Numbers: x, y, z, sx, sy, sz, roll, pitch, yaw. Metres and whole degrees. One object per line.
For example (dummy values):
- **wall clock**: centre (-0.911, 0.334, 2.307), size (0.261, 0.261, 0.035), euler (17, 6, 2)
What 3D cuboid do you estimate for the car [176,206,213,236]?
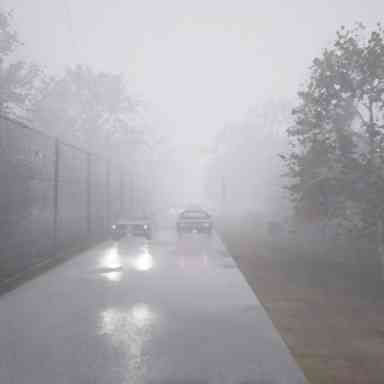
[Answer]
- **car**: centre (0.128, 1.691, 18.892), size (1.895, 1.301, 4.718), euler (0, -1, 0)

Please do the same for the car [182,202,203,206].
- **car**: centre (0.202, 1.845, 36.807), size (1.837, 1.490, 4.892), euler (0, -1, 0)

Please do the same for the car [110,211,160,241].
- **car**: centre (-2.826, 1.676, 17.264), size (1.895, 1.301, 4.718), euler (0, 0, 0)

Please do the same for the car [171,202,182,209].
- **car**: centre (-2.551, 2.319, 57.684), size (1.895, 1.301, 4.718), euler (0, -1, 1)
